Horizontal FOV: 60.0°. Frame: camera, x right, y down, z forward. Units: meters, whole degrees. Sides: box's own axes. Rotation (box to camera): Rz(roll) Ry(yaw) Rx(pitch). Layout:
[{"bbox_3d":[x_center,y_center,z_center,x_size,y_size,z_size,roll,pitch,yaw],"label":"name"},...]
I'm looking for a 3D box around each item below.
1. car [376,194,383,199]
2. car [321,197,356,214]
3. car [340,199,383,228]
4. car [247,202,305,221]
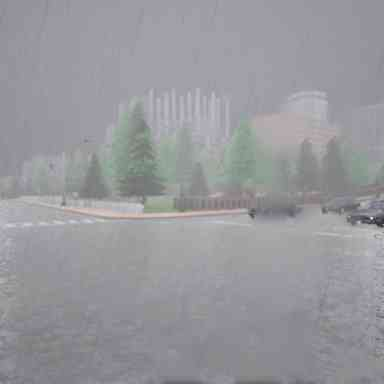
[{"bbox_3d":[21.573,0.862,36.523,4.674,1.442,1.812,-4,3,-35],"label":"car"},{"bbox_3d":[14.097,1.240,31.217,4.892,1.490,1.837,-2,1,-35],"label":"car"},{"bbox_3d":[11.998,1.374,21.131,5.357,1.411,2.033,-1,0,-35],"label":"car"},{"bbox_3d":[6.579,1.445,25.916,4.718,1.301,1.895,-1,0,-34],"label":"car"}]
